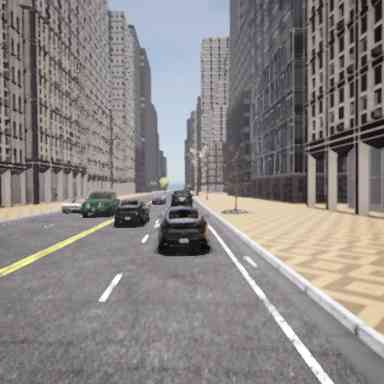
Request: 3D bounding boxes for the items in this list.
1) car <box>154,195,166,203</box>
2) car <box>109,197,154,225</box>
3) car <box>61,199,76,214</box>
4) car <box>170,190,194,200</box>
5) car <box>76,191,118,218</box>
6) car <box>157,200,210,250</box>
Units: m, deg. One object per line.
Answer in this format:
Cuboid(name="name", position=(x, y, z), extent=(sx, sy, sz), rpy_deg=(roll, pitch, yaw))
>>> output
Cuboid(name="car", position=(-4.721, 1.043, 48.414), extent=(1.895, 1.301, 4.718), rpy_deg=(-1, 1, -2))
Cuboid(name="car", position=(-3.842, 1.259, 21.849), extent=(1.837, 1.490, 4.892), rpy_deg=(-1, 1, -2))
Cuboid(name="car", position=(-10.865, 1.311, 31.758), extent=(1.895, 1.301, 4.718), rpy_deg=(-1, 1, -2))
Cuboid(name="car", position=(-0.993, 0.803, 33.573), extent=(2.150, 2.045, 5.566), rpy_deg=(-1, 1, -2))
Cuboid(name="car", position=(-7.485, 0.943, 27.736), extent=(2.150, 2.045, 5.566), rpy_deg=(-1, 1, -2))
Cuboid(name="car", position=(-0.337, 1.329, 13.508), extent=(1.837, 1.490, 4.892), rpy_deg=(-1, 1, -2))
